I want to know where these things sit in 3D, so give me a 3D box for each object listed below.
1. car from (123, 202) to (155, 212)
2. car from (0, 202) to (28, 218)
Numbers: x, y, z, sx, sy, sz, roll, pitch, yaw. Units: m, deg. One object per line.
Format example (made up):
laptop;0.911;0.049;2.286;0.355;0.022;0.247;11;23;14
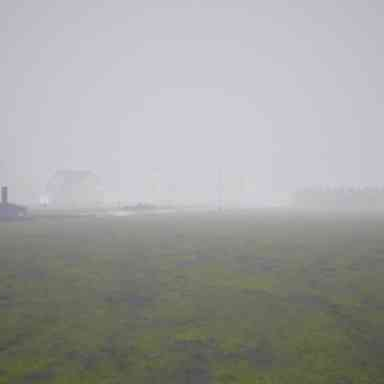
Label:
car;-7.477;2.112;47.146;1.895;1.301;4.718;1;0;35
car;-18.356;1.735;31.836;1.882;1.535;5.008;1;0;35
